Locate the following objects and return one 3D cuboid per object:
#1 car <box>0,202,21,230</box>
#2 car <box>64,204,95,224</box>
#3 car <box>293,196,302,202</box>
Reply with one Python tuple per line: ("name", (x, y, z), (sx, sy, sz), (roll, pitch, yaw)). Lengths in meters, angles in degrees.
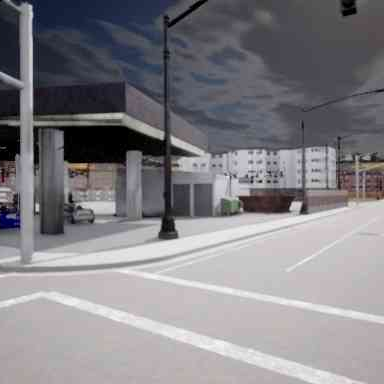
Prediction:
("car", (-11.918, 1.440, 19.999), (4.611, 1.667, 2.242), (0, 0, 36))
("car", (-9.201, 1.606, 25.118), (3.806, 1.475, 1.970), (0, 0, 36))
("car", (24.638, 1.723, 79.273), (4.181, 1.385, 1.994), (0, 0, 33))
